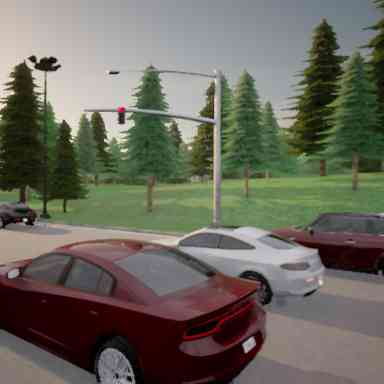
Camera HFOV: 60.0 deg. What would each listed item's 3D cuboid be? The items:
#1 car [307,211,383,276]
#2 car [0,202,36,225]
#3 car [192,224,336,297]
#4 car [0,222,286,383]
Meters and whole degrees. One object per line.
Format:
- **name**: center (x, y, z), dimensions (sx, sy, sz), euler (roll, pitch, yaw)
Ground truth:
- **car**: center (4.176, 1.341, 9.612), dimensions (4.553, 1.767, 2.097), euler (0, 0, 36)
- **car**: center (-11.803, 1.396, 21.009), dimensions (4.892, 1.490, 1.837), euler (0, 0, 35)
- **car**: center (0.640, 1.506, 7.835), dimensions (4.674, 1.442, 1.812), euler (0, 0, 35)
- **car**: center (-1.400, 1.458, 4.990), dimensions (5.008, 1.535, 1.882), euler (0, 0, 35)
